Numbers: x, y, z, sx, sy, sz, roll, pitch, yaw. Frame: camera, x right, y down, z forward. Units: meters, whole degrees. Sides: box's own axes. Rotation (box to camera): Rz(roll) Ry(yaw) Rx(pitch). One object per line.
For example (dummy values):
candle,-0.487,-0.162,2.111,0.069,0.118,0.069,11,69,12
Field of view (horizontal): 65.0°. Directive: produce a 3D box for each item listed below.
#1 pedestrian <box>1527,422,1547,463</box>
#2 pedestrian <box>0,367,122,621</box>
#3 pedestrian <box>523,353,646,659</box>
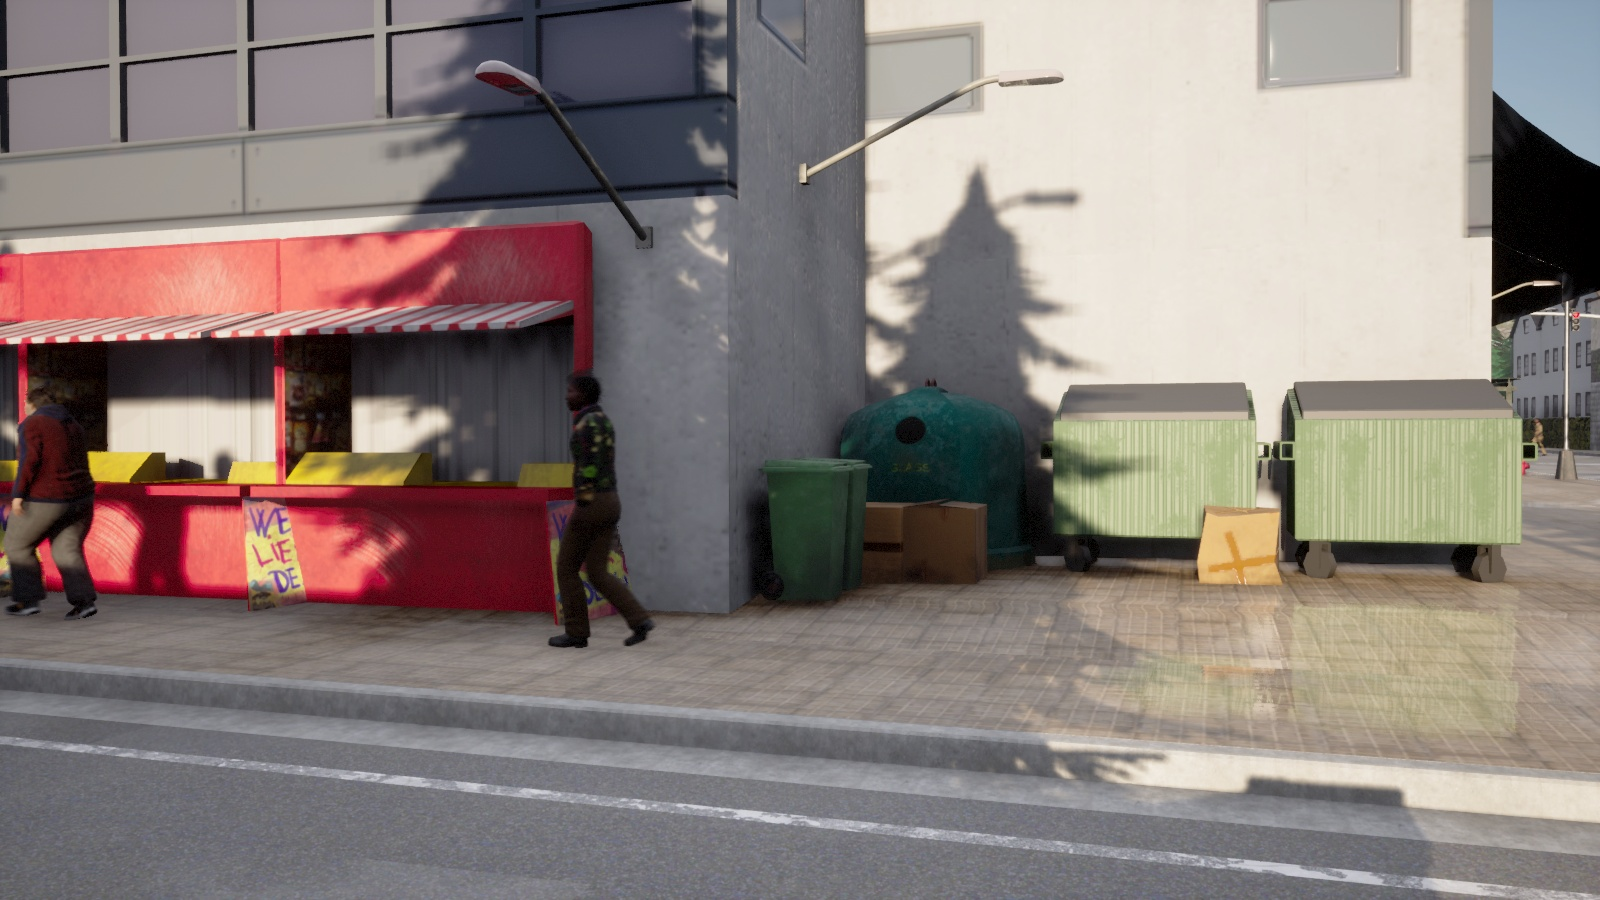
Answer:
pedestrian,34.572,-0.366,58.898,0.692,1.930,0.396,0,1,0
pedestrian,-5.772,0.313,9.540,0.899,1.844,0.634,1,1,17
pedestrian,-1.399,0.351,8.185,0.692,1.930,0.395,0,1,9
